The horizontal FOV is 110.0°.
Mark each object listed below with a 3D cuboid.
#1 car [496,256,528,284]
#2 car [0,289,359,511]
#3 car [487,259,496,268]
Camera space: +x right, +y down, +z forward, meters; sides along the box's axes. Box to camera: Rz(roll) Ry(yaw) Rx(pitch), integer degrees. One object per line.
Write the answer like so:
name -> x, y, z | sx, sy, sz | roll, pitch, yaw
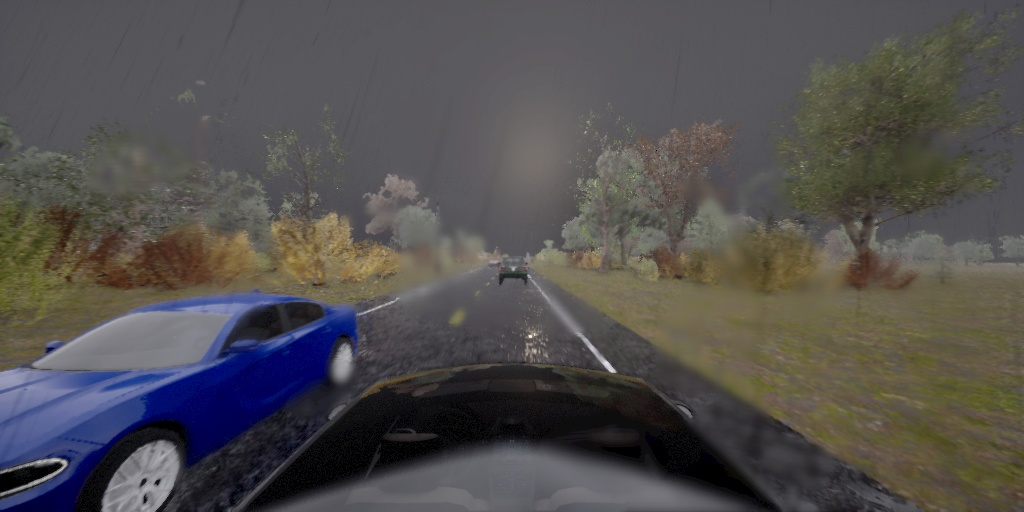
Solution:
car -> 0.096, 1.025, 28.019 | 2.150, 2.045, 5.566 | 0, 0, 0
car -> -3.597, 1.233, 4.230 | 1.882, 1.535, 5.008 | 0, 0, 0
car -> -3.359, 1.347, 64.940 | 1.882, 1.535, 5.008 | 0, 1, 1
